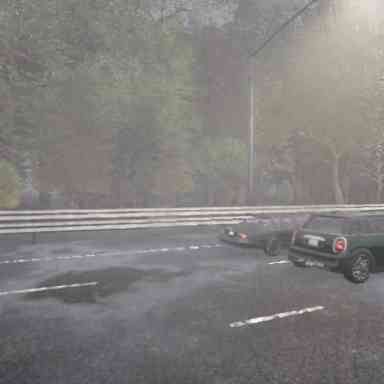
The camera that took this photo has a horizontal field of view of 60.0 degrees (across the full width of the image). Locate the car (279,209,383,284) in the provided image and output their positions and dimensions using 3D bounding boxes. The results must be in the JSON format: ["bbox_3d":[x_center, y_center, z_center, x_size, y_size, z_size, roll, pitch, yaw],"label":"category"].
[{"bbox_3d":[5.088,1.350,9.671,4.553,1.767,2.097,0,0,-26],"label":"car"}]

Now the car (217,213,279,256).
[{"bbox_3d":[3.626,1.513,12.856,5.357,1.411,2.033,0,0,-26],"label":"car"}]
